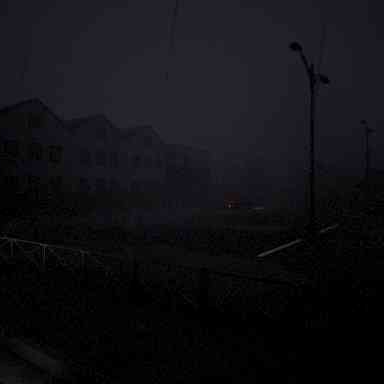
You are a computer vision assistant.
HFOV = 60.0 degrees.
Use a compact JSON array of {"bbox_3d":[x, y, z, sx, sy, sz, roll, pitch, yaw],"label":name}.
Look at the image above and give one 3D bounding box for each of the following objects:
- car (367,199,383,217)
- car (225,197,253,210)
[{"bbox_3d":[15.411,1.298,26.818,2.007,1.523,4.514,0,0,35],"label":"car"},{"bbox_3d":[5.624,1.313,39.505,1.837,1.490,4.892,0,0,35],"label":"car"}]
